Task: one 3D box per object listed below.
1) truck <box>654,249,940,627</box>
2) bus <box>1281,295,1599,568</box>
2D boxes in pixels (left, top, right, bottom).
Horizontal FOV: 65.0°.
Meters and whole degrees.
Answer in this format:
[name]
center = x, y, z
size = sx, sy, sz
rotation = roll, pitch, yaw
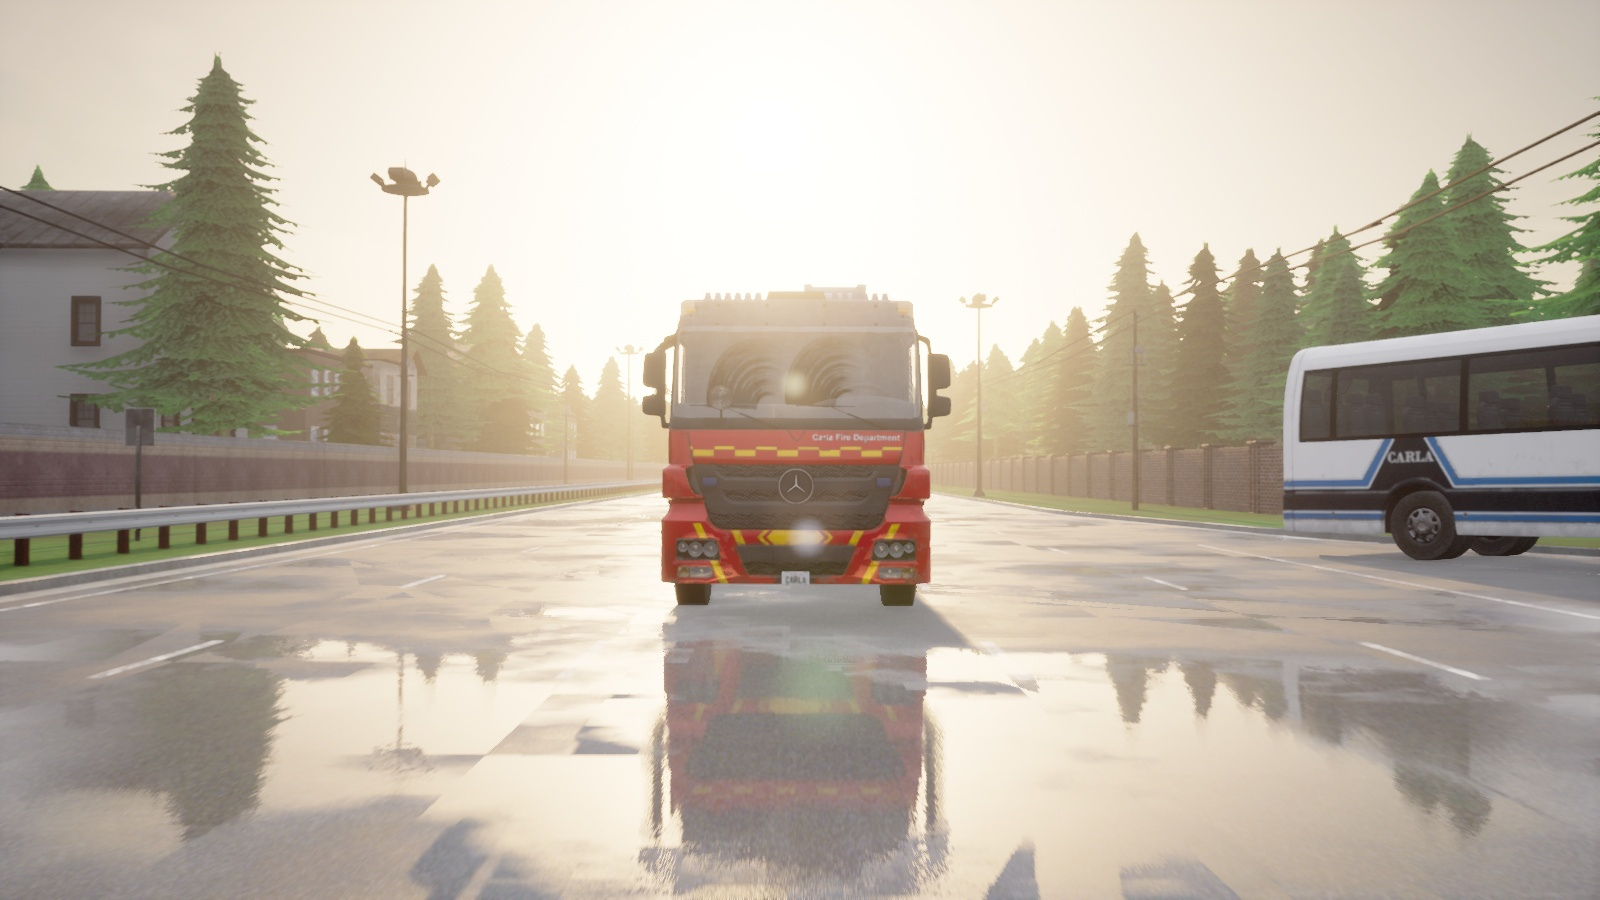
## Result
[truck]
center = -0.046, -0.054, 16.995
size = 2.891, 3.827, 8.468
rotation = 0, -1, 0
[bus]
center = 13.832, -0.250, 21.112
size = 3.944, 4.253, 10.273
rotation = 1, -2, -33
